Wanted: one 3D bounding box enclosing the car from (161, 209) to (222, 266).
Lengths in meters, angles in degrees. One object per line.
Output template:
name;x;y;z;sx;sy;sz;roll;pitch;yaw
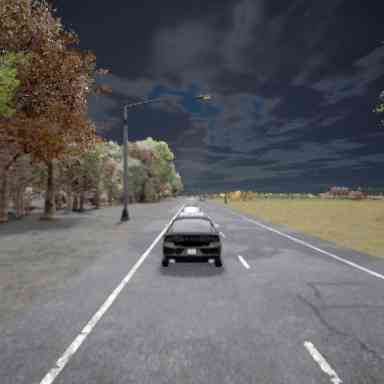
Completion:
car;-0.008;1.600;12.105;1.882;1.535;5.008;0;-1;0

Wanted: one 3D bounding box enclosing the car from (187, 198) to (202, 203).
car;-0.027;2.015;49.196;2.033;1.411;5.357;0;-1;0

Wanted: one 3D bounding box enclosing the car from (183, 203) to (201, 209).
car;-0.013;1.867;27.191;1.895;1.301;4.718;0;-1;0
